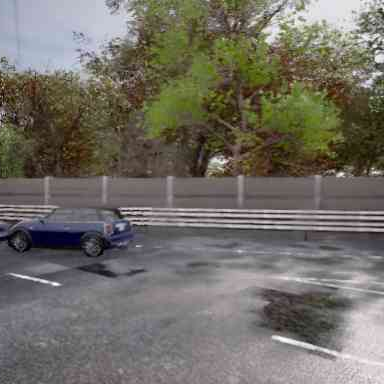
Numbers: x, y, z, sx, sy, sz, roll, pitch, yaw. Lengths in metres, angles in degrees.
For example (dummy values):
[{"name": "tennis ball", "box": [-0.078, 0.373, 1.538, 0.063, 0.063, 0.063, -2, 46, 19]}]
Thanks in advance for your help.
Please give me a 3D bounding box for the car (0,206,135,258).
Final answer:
[{"name": "car", "box": [-4.518, 1.301, 12.476, 4.553, 1.767, 2.097, 0, 0, 17]}]
